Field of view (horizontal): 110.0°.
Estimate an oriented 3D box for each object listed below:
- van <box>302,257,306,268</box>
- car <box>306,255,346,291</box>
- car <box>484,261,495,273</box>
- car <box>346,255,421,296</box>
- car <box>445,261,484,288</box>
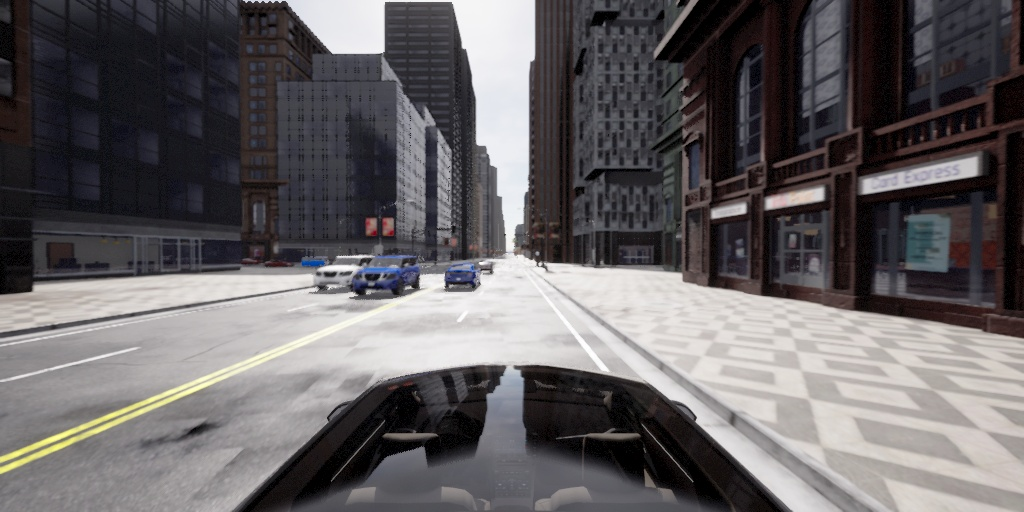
[{"bbox_3d":[-30.545,1.009,55.863,3.998,1.789,1.690,0,0,0],"label":"van"},{"bbox_3d":[-9.815,0.965,22.037,2.150,2.045,5.566,0,0,0],"label":"car"},{"bbox_3d":[-3.147,1.280,42.889,2.033,1.411,5.357,0,0,0],"label":"car"},{"bbox_3d":[-6.579,0.963,19.563,2.150,2.045,5.566,0,0,0],"label":"car"},{"bbox_3d":[-3.149,1.217,23.569,1.882,1.535,5.008,0,0,0],"label":"car"}]
